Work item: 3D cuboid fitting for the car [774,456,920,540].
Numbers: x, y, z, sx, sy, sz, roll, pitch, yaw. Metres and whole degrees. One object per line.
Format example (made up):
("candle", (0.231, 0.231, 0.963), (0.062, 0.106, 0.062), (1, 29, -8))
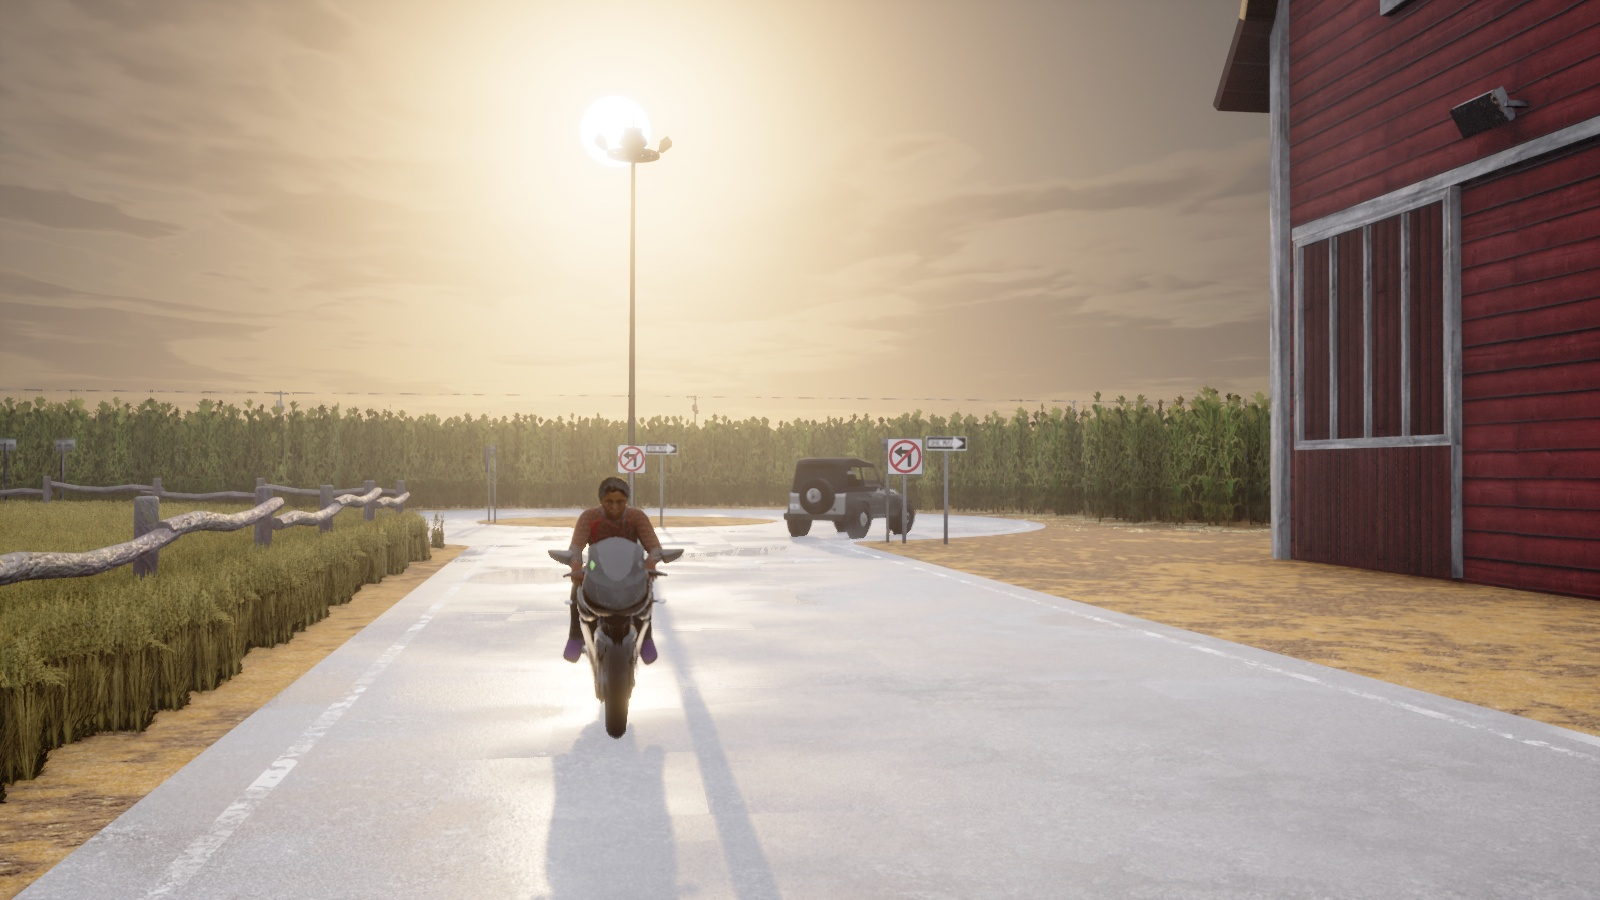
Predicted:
("car", (1.213, 1.114, 30.353), (1.905, 1.878, 3.866), (-1, -1, 30))

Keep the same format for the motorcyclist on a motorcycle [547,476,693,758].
("motorcyclist on a motorcycle", (-1.174, 0.935, 7.940), (0.797, 1.523, 2.044), (0, -1, -10))
